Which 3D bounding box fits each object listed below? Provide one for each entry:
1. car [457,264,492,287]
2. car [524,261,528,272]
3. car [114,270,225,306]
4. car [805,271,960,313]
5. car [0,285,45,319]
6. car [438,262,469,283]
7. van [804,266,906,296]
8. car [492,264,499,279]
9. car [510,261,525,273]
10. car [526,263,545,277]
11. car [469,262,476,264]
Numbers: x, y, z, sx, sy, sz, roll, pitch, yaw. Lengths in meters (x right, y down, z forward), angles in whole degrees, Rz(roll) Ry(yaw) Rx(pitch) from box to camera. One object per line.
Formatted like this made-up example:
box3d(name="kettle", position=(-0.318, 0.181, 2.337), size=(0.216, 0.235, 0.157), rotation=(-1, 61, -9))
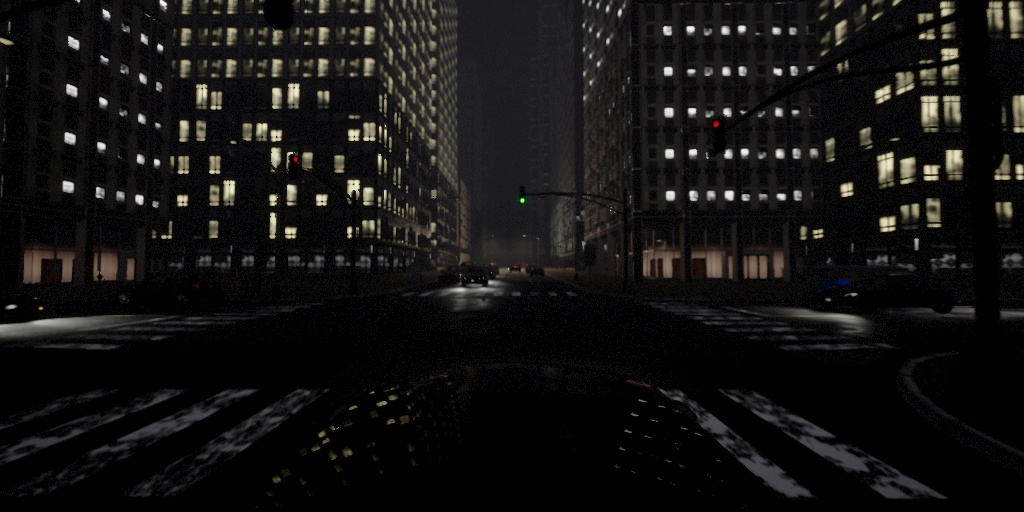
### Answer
box3d(name="car", position=(-2.871, 1.603, 28.654), size=(1.837, 1.490, 4.892), rotation=(0, -1, 0))
box3d(name="car", position=(3.132, 1.937, 54.982), size=(1.751, 1.417, 4.829), rotation=(0, 0, 0))
box3d(name="car", position=(-16.353, 1.490, 17.163), size=(4.097, 1.591, 1.967), rotation=(0, 0, 1))
box3d(name="car", position=(14.870, 1.451, 14.272), size=(4.674, 1.442, 1.812), rotation=(0, -2, -1))
box3d(name="car", position=(-17.862, 1.432, 11.416), size=(4.181, 1.385, 1.994), rotation=(0, -2, 1))
box3d(name="car", position=(-5.428, 1.594, 32.513), size=(1.967, 1.591, 4.097), rotation=(0, 0, 0))
box3d(name="van", position=(16.120, 1.347, 16.832), size=(3.998, 1.789, 1.690), rotation=(0, 0, 1))
box3d(name="car", position=(-2.787, 1.828, 38.870), size=(1.895, 1.301, 4.718), rotation=(0, -1, 1))
box3d(name="car", position=(0.570, 1.966, 59.192), size=(2.128, 1.511, 4.902), rotation=(0, -1, 1))
box3d(name="car", position=(3.041, 1.853, 43.658), size=(1.802, 1.307, 4.207), rotation=(0, 0, 0))
box3d(name="car", position=(-5.340, 1.610, 43.662), size=(2.192, 1.841, 5.009), rotation=(0, 0, 0))
